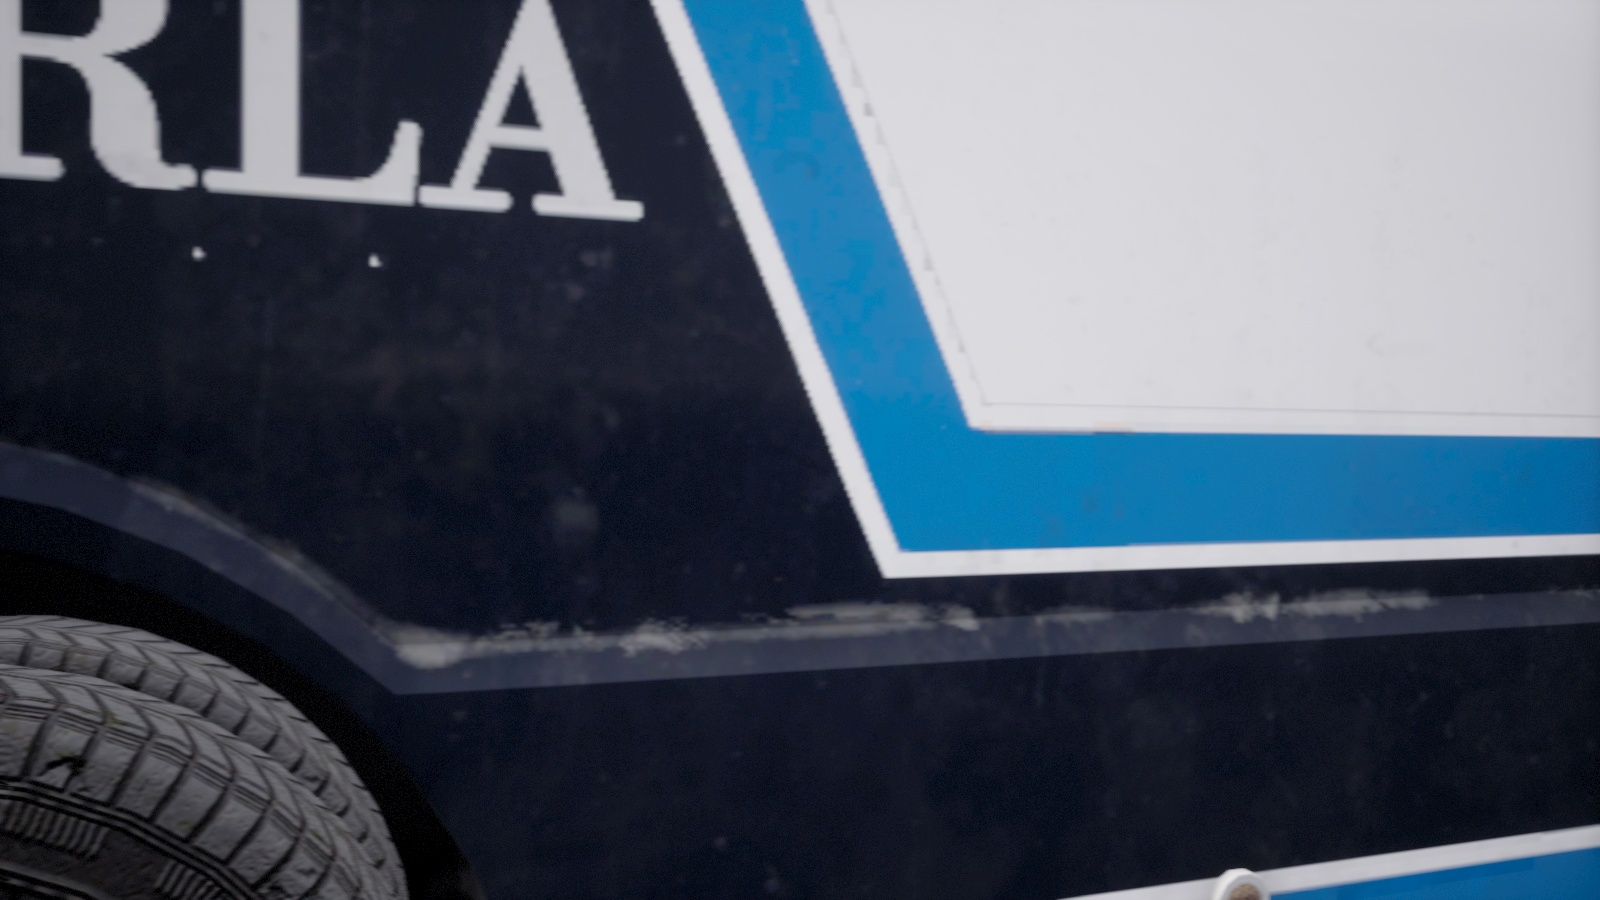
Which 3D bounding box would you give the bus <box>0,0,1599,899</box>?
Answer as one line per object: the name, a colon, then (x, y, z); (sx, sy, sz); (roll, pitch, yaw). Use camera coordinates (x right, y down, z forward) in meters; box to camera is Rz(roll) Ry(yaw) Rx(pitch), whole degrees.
bus: (-3.924, -0.564, 1.744); (10.273, 4.253, 3.944); (-1, 1, -21)
